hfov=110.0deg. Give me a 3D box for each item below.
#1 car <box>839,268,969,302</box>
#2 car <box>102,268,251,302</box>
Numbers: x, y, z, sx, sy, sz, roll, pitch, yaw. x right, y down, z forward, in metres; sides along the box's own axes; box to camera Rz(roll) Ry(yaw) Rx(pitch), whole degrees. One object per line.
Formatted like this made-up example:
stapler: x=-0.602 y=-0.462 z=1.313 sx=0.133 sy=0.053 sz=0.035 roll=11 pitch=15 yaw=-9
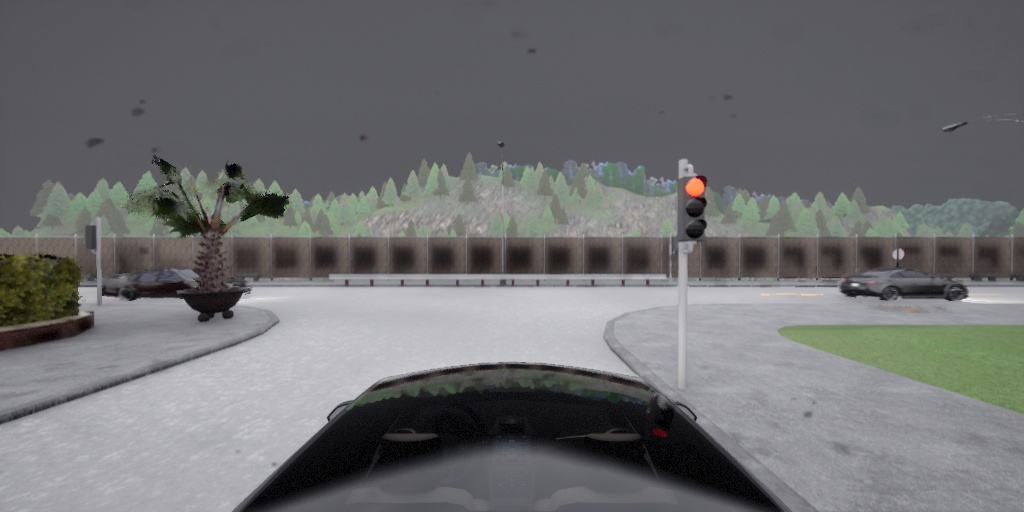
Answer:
car: x=17.002 y=1.231 z=15.692 sx=4.181 sy=1.385 sz=1.994 roll=0 pitch=0 yaw=0
car: x=-14.595 y=1.229 z=15.661 sx=5.357 sy=1.411 sz=2.033 roll=0 pitch=0 yaw=0
